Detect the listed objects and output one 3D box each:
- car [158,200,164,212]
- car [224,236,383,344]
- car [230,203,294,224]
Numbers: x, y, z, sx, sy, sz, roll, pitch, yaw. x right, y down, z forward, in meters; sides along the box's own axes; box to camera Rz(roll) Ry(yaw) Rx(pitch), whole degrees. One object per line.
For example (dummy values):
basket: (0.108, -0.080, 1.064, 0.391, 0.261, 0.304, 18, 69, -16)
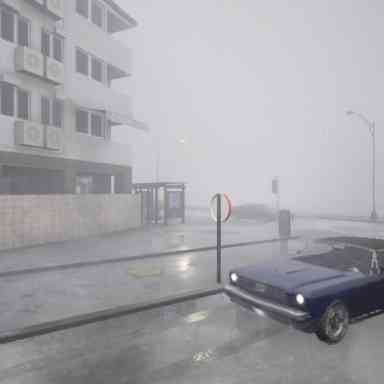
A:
car: (-3.605, 1.564, 37.660, 1.994, 1.385, 4.181, 0, 0, -35)
car: (2.940, 1.601, 6.482, 4.718, 1.301, 1.895, 0, 0, -33)
car: (5.082, 1.547, 25.441, 2.033, 1.411, 5.357, 0, 0, -35)
